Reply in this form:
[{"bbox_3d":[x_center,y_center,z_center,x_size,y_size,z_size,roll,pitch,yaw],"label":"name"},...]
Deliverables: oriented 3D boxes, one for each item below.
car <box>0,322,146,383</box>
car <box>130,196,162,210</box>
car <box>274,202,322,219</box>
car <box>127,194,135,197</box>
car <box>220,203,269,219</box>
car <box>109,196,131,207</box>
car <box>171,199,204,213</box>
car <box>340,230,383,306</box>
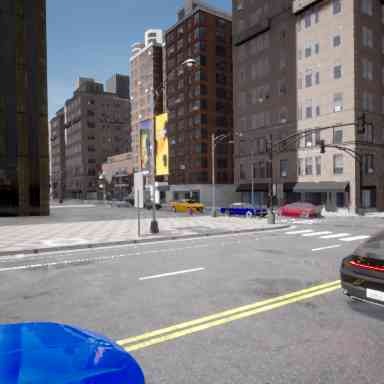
[{"bbox_3d":[-2.596,1.478,1.590,5.008,1.535,1.882,0,0,-35],"label":"car"},{"bbox_3d":[-6.241,1.707,46.440,2.033,1.411,5.357,-1,0,-35],"label":"car"},{"bbox_3d":[9.411,1.591,29.771,1.994,1.385,4.181,-1,1,-38],"label":"car"},{"bbox_3d":[-10.182,1.365,57.565,2.150,2.045,5.566,-1,0,-35],"label":"car"},{"bbox_3d":[4.798,1.695,30.753,1.895,1.301,4.718,-1,0,-35],"label":"car"},{"bbox_3d":[-11.979,1.796,54.650,1.895,1.301,4.718,-1,0,-35],"label":"car"},{"bbox_3d":[-0.556,1.603,38.357,1.882,1.535,5.008,-1,0,-35],"label":"car"},{"bbox_3d":[5.095,1.504,7.079,4.892,1.490,1.837,0,0,-36],"label":"car"}]
